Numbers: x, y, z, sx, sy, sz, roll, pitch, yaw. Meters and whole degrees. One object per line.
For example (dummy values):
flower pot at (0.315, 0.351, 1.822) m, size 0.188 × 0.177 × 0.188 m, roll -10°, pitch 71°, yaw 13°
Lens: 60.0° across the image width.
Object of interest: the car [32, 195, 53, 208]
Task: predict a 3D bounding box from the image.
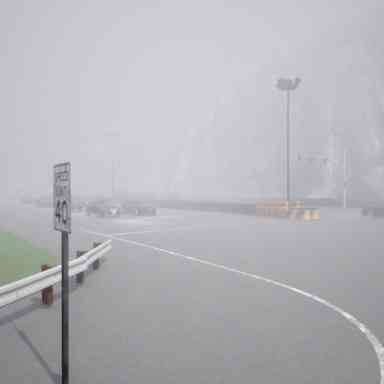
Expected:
car at (-19.485, 1.317, 44.406) m, size 1.837 × 1.490 × 4.892 m, roll 0°, pitch 1°, yaw -38°

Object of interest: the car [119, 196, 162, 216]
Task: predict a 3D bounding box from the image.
car at (-5.229, 1.429, 31.898) m, size 1.837 × 1.490 × 4.892 m, roll 0°, pitch 0°, yaw -38°

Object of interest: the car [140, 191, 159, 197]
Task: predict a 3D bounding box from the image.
car at (-9.371, 0.852, 65.871) m, size 2.150 × 2.045 × 5.566 m, roll 0°, pitch 1°, yaw -38°

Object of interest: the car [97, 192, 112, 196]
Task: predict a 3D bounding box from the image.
car at (-19.618, 0.796, 73.127) m, size 2.097 × 1.767 × 4.553 m, roll 0°, pitch 1°, yaw -38°

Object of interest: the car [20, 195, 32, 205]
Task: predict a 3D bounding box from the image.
car at (-25.715, 1.211, 52.424) m, size 1.812 × 1.442 × 4.674 m, roll 0°, pitch 1°, yaw -37°

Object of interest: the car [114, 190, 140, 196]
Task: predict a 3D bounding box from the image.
car at (-12.950, 0.840, 64.768) m, size 2.150 × 2.045 × 5.566 m, roll 0°, pitch 1°, yaw -38°

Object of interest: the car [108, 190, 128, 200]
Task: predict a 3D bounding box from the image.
car at (-16.871, 0.658, 75.295) m, size 2.150 × 2.045 × 5.566 m, roll 0°, pitch 1°, yaw -38°

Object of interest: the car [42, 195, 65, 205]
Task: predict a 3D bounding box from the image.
car at (-22.497, 1.236, 53.983) m, size 2.033 × 1.411 × 5.357 m, roll 0°, pitch 1°, yaw -38°

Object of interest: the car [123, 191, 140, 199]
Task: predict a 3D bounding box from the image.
car at (-14.086, 0.738, 77.416) m, size 2.097 × 1.767 × 4.553 m, roll 0°, pitch 1°, yaw -38°

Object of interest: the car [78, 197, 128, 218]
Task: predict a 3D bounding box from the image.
car at (-8.044, 1.423, 29.816) m, size 2.128 × 1.511 × 4.902 m, roll 0°, pitch 0°, yaw -38°

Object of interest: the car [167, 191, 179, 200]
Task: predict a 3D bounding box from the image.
car at (-4.948, 0.812, 71.416) m, size 2.150 × 2.045 × 5.566 m, roll 0°, pitch 1°, yaw -38°

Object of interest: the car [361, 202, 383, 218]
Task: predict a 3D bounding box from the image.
car at (16.546, 1.433, 27.301) m, size 1.837 × 1.490 × 4.892 m, roll 0°, pitch 0°, yaw -38°

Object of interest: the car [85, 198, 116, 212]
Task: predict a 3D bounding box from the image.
car at (-10.708, 1.447, 38.857) m, size 1.994 × 1.385 × 4.181 m, roll 0°, pitch 0°, yaw -38°

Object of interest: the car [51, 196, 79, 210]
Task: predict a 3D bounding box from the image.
car at (-13.770, 1.490, 37.093) m, size 1.895 × 1.301 × 4.718 m, roll 0°, pitch 0°, yaw -38°

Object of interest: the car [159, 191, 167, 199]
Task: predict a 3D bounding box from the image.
car at (-7.921, 0.948, 69.536) m, size 2.097 × 1.767 × 4.553 m, roll 0°, pitch 1°, yaw -38°
